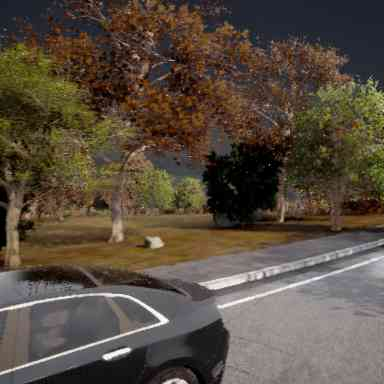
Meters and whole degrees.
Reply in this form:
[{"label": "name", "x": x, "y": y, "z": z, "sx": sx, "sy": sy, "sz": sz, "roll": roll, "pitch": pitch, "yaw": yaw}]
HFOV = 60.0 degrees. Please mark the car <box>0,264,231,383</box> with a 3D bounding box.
[{"label": "car", "x": -1.850, "y": 1.516, "z": 2.798, "sx": 4.892, "sy": 1.490, "sz": 1.837, "roll": 0, "pitch": 0, "yaw": -36}]
